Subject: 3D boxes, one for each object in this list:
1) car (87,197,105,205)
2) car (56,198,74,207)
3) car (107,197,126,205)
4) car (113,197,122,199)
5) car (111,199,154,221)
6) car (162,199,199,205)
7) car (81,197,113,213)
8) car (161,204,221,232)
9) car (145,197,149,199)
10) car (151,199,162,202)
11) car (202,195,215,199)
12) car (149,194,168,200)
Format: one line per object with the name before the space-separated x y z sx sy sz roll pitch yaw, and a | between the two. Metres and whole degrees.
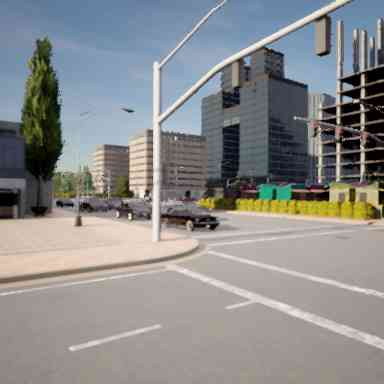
car | -18.011 1.676 62.382 1.837 1.490 4.892 0 0 -33
car | -19.949 1.694 52.241 2.033 1.411 5.357 0 0 -33
car | -14.401 1.687 63.235 2.128 1.511 4.902 0 0 -33
car | -10.545 1.624 43.890 2.128 1.511 4.902 0 0 -32
car | -5.079 1.602 28.832 1.837 1.490 4.892 0 0 -33
car | -0.260 1.611 27.795 2.128 1.511 4.902 0 0 -33
car | -11.269 1.456 38.517 2.097 1.767 4.553 0 0 -33
car | -0.226 1.692 21.254 1.895 1.301 4.718 0 0 -33
car | -9.107 1.457 81.246 4.605 1.855 1.932 0 0 -34
car | -5.255 1.727 35.599 1.895 1.301 4.718 0 0 -33
car | 3.503 1.450 62.590 3.866 1.878 1.905 0 0 -34
car | -7.530 1.459 78.819 3.866 1.878 1.905 0 0 -34
